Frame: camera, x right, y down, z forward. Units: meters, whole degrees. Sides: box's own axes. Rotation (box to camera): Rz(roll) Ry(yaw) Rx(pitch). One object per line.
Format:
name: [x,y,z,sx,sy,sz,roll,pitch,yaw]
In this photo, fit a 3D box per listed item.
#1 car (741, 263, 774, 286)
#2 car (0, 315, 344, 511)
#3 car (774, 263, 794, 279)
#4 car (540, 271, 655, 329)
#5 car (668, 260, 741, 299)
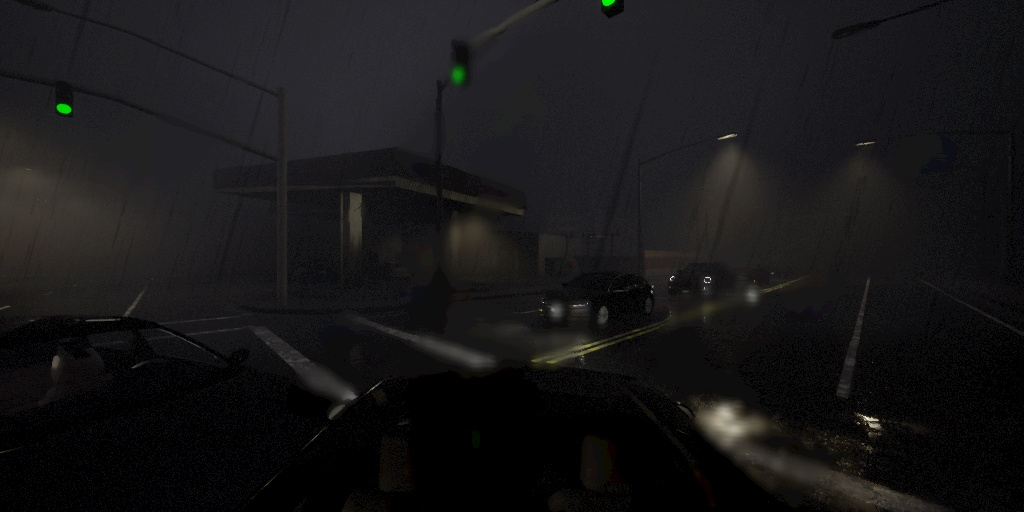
car: [16.722,1.314,25.265,1.994,1.385,4.181,0,0,44]
car: [-3.413,1.242,2.551,4.902,1.511,2.128,0,0,15]
car: [23.877,1.314,32.297,4.181,1.385,1.994,0,0,-44]
car: [2.916,1.255,11.550,1.837,1.490,4.892,0,0,45]
car: [9.775,1.102,18.375,4.553,1.767,2.097,0,0,-45]
